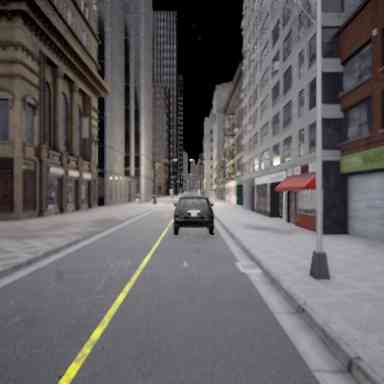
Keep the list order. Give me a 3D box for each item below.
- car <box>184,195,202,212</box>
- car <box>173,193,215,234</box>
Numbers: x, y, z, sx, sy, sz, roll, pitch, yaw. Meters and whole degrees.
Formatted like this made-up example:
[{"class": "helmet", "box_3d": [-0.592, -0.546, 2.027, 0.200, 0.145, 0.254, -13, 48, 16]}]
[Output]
[{"class": "car", "box_3d": [0.102, 1.315, 39.339, 2.097, 1.767, 4.553, 0, 0, 0]}, {"class": "car", "box_3d": [0.101, 1.200, 19.192, 2.150, 2.045, 5.566, 0, 0, 0]}]
